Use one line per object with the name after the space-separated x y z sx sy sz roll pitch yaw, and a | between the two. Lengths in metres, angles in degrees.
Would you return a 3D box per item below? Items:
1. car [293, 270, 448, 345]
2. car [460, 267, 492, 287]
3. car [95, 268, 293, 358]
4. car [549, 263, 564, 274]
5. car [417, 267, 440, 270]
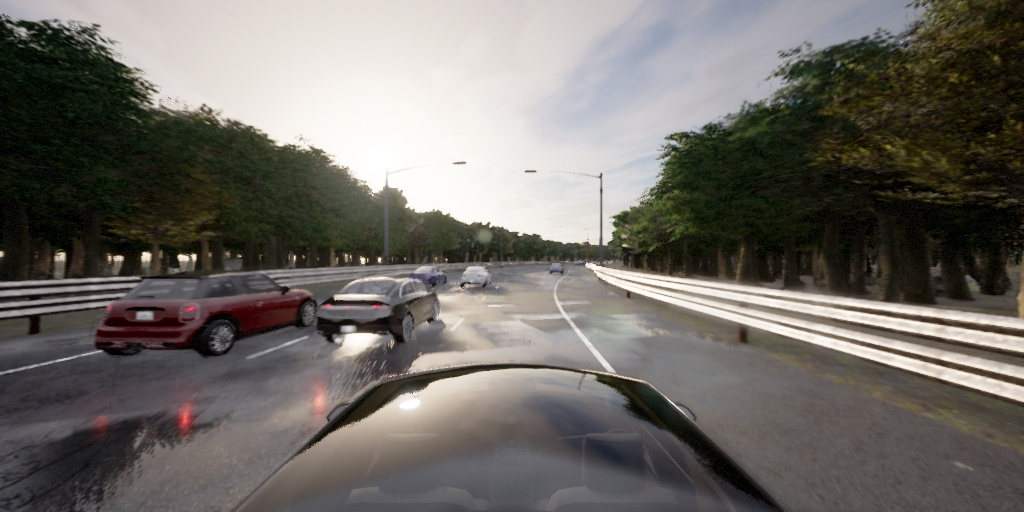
-3.295 1.306 9.736 2.128 1.511 4.902 0 -1 1 | car
-2.613 1.513 26.663 1.812 1.442 4.674 0 -1 3 | car
-6.807 1.146 8.802 2.097 1.767 4.553 0 -1 1 | car
6.170 1.802 49.944 2.033 1.411 5.357 0 -1 9 | car
-6.112 1.502 26.537 1.812 1.442 4.674 0 -1 4 | car
